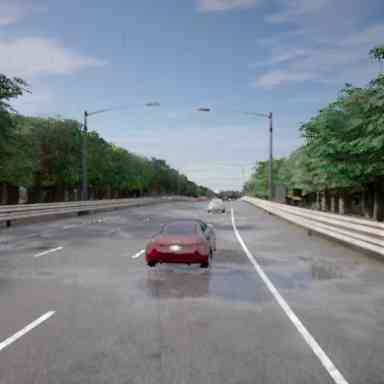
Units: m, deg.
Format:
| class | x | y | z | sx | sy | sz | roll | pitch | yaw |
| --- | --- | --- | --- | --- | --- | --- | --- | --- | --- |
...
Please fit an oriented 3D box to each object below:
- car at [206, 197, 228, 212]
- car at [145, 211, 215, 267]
| class | x | y | z | sx | sy | sz | roll | pitch | yaw |
| --- | --- | --- | --- | --- | --- | --- | --- | --- | --- |
| car | 2.955 | 1.592 | 39.327 | 1.812 | 1.442 | 4.674 | 0 | 0 | 7 |
| car | -0.247 | 1.584 | 11.536 | 1.994 | 1.385 | 4.181 | 0 | 0 | 7 |
